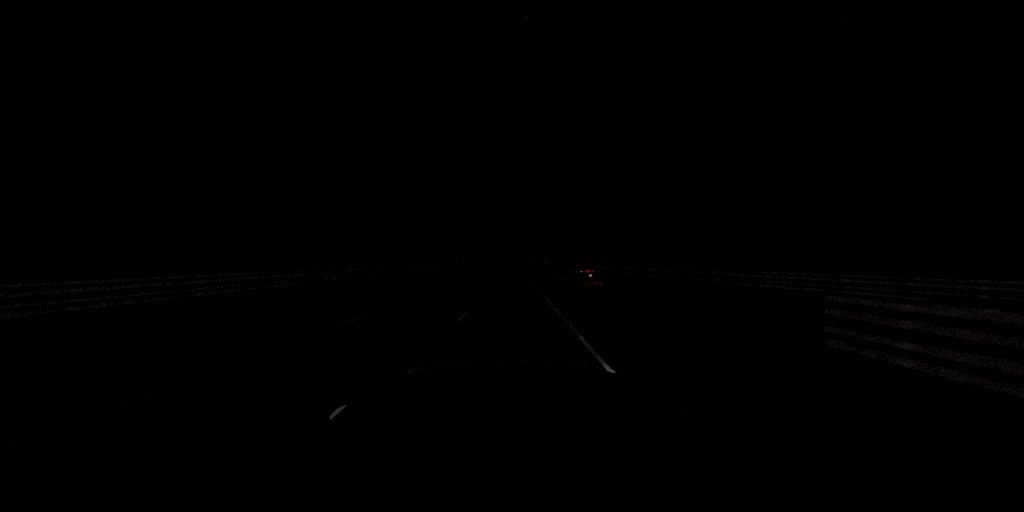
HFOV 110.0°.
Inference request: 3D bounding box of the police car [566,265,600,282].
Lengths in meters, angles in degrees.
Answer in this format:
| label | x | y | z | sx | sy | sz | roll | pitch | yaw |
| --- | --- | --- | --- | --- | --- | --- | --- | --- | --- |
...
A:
| label | x | y | z | sx | sy | sz | roll | pitch | yaw |
| --- | --- | --- | --- | --- | --- | --- | --- | --- | --- |
| police car | 6.687 | 1.615 | 34.481 | 2.038 | 1.542 | 4.974 | 1 | -1 | -8 |
